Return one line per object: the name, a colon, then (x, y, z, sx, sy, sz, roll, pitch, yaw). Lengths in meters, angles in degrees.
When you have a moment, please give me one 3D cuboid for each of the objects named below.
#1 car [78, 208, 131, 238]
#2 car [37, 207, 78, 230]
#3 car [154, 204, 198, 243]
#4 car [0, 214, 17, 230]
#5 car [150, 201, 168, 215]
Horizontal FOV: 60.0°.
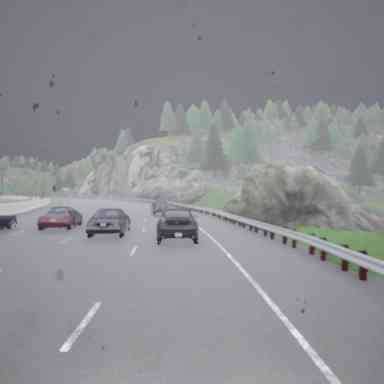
car: (-4.439, 1.590, 18.152, 2.033, 1.411, 5.357, 0, 0, -6)
car: (-8.356, 1.620, 21.411, 1.994, 1.385, 4.181, 0, 0, -7)
car: (-0.771, 1.537, 16.208, 1.837, 1.490, 4.892, 0, 0, -5)
car: (-11.511, 1.657, 18.389, 1.895, 1.301, 4.718, 0, 0, -6)
car: (-3.322, 1.619, 34.891, 2.033, 1.411, 5.357, 0, 0, -11)
